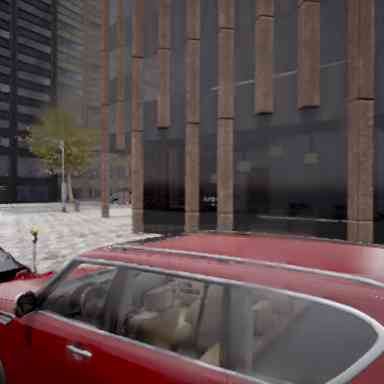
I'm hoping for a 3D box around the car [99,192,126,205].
[{"bbox_3d":[-13.152,1.102,56.793,2.150,2.045,5.566,0,1,36],"label":"car"}]

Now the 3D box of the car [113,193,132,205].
[{"bbox_3d":[-10.199,1.376,55.358,1.882,1.535,5.008,0,0,36],"label":"car"}]

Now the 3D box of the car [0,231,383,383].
[{"bbox_3d":[-0.167,1.315,3.077,5.009,1.841,2.192,0,0,36],"label":"car"}]
